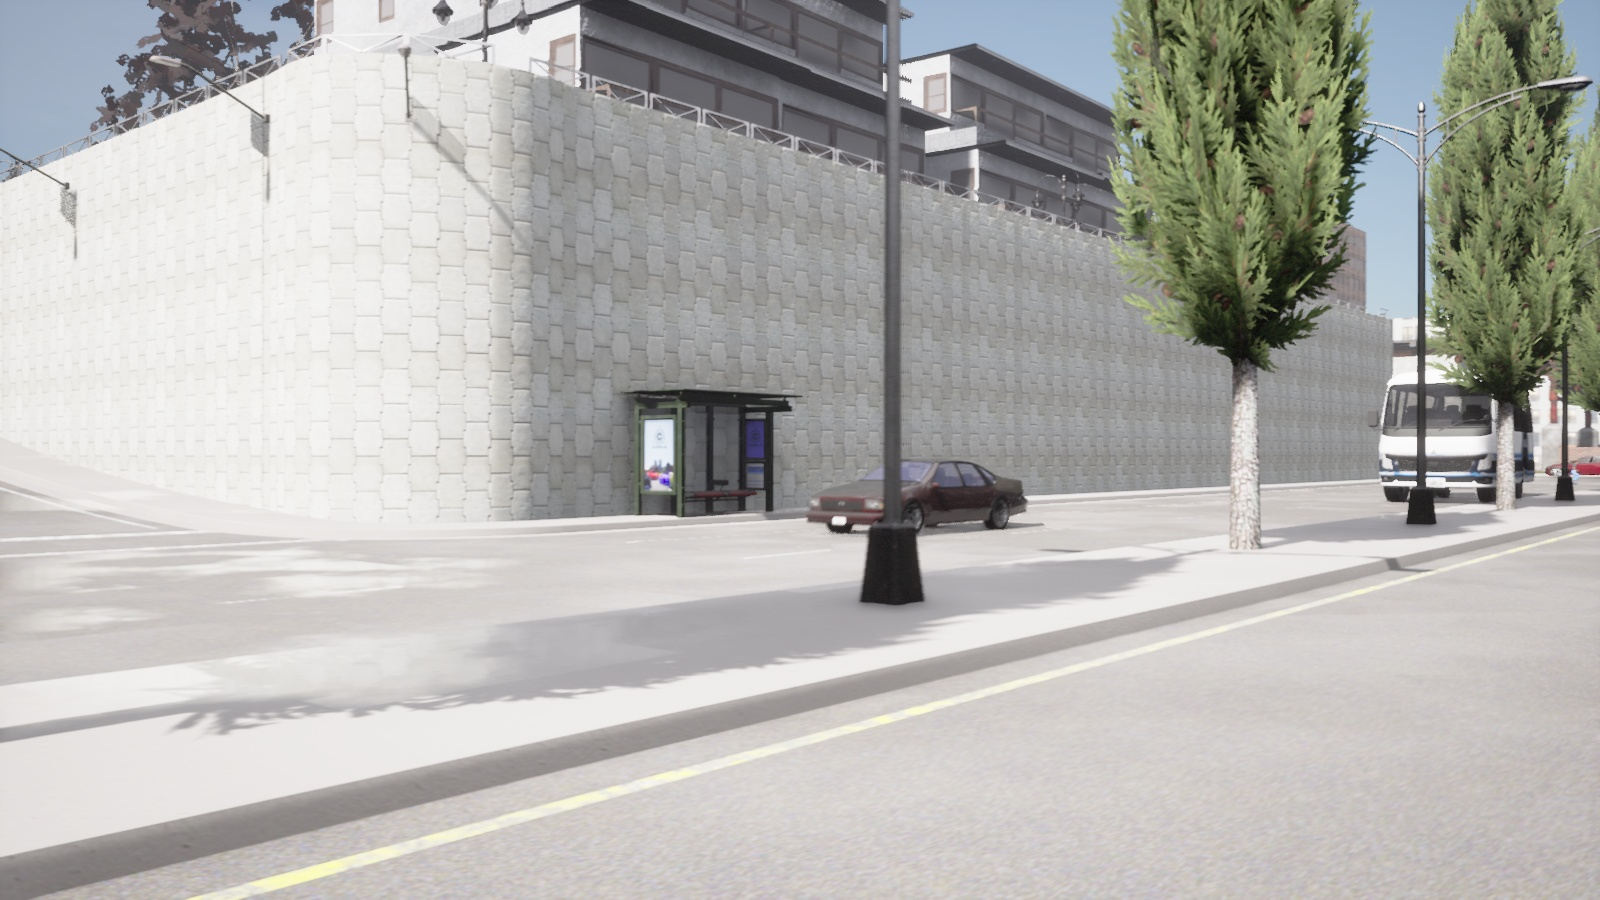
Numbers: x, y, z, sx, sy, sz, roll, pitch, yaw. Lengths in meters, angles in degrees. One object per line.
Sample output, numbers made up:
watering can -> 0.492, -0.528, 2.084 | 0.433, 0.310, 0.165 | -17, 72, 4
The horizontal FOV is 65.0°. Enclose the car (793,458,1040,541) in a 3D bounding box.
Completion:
car -> 2.384, 0.867, 24.295 | 2.033, 1.411, 5.357 | 0, 0, 40

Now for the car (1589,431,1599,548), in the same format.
car -> 13.841, 0.547, 18.449 | 5.027, 1.651, 2.152 | 0, 0, -37

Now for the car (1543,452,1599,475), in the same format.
car -> 50.909, 0.874, 81.032 | 4.792, 1.488, 2.163 | 0, 0, 41

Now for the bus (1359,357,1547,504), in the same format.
bus -> 21.832, -0.553, 41.581 | 3.944, 4.253, 10.273 | 0, 0, 37
